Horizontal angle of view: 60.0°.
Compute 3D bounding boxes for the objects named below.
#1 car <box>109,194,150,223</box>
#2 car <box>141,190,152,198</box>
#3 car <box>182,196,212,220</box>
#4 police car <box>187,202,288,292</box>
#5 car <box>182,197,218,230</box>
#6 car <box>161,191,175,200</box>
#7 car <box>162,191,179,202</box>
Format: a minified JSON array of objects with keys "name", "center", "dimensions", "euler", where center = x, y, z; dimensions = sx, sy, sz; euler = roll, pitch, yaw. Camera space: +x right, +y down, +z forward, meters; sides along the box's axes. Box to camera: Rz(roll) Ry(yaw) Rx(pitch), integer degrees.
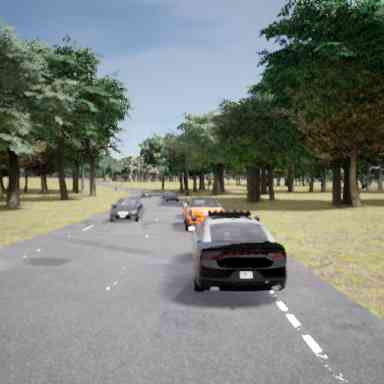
[{"name":"car","center":[-4.275,1.143,22.284],"dimensions":[2.128,1.511,4.902],"euler":[0,1,-3]},{"name":"car","center":[-8.750,0.363,64.293],"dimensions":[2.128,1.511,4.902],"euler":[0,1,-8]},{"name":"car","center":[0.274,1.129,24.735],"dimensions":[1.812,1.442,4.674],"euler":[0,1,-4]},{"name":"police car","center":[0.950,1.291,8.750],"dimensions":[1.930,1.638,5.238],"euler":[0,1,-1]},{"name":"car","center":[0.601,1.057,18.671],"dimensions":[2.097,1.767,4.553],"euler":[0,1,-3]},{"name":"car","center":[-4.262,0.524,58.807],"dimensions":[2.033,1.411,5.357],"euler":[0,1,-9]},{"name":"car","center":[-2.942,0.726,48.584],"dimensions":[2.033,1.411,5.357],"euler":[0,1,-6]}]
